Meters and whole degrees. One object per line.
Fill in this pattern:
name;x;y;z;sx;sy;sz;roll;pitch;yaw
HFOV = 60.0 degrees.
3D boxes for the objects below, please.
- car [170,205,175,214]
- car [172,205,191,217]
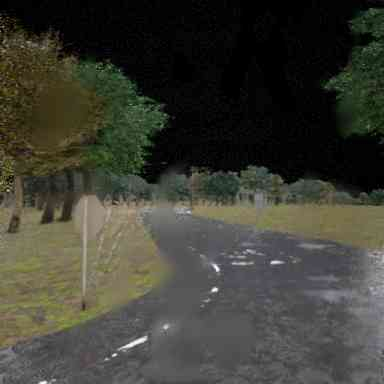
car;-2.695;3.080;58.622;2.097;1.767;4.553;1;-2;-11
car;-1.440;3.162;52.079;1.895;1.301;4.718;1;-2;-11
